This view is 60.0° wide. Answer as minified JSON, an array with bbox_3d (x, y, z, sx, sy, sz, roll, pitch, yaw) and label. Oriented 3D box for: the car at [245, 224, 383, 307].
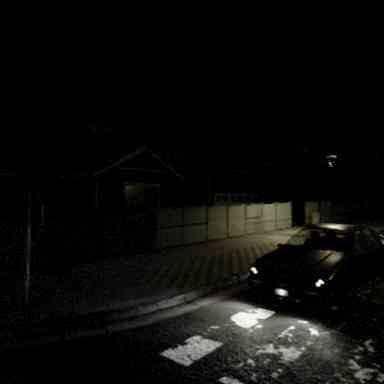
[{"bbox_3d":[3.543,1.540,8.318,2.033,1.411,5.357,0,0,44],"label":"car"}]
